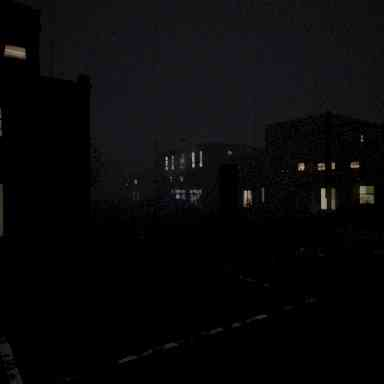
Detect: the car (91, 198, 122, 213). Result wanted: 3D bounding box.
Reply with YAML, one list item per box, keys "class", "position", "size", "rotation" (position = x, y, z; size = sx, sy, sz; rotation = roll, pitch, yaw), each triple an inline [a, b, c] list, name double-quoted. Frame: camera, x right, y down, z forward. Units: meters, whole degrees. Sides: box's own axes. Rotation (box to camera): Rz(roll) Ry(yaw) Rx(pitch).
- class: "car"
  position: [-12.728, 2.001, 48.516]
  size: [2.192, 1.841, 5.009]
  rotation: [-2, 0, -36]

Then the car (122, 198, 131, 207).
- class: "car"
  position: [-12.638, 2.084, 62.546]
  size: [2.192, 1.841, 5.009]
  rotation: [-2, 0, -36]

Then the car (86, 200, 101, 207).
- class: "car"
  position: [-22.644, 2.594, 76.257]
  size: [1.802, 1.307, 4.206]
  rotation: [-2, 0, -36]

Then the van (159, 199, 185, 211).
- class: "van"
  position: [-2.624, 1.868, 48.834]
  size: [1.690, 1.788, 3.998]
  rotation: [-2, 0, -36]

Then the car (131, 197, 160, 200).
- class: "car"
  position: [-6.484, 1.815, 49.748]
  size: [2.150, 2.045, 5.566]
  rotation: [-1, 0, -36]

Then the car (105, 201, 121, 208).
- class: "car"
  position: [-15.968, 2.432, 67.116]
  size: [1.802, 1.307, 4.206]
  rotation: [-2, 0, -36]

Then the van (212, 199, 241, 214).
- class: "van"
  position: [4.051, 1.707, 39.694]
  size: [1.690, 1.788, 3.998]
  rotation: [-2, 0, -36]

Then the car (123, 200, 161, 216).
- class: "car"
  position: [-5.947, 2.047, 39.239]
  size: [1.752, 1.417, 4.829]
  rotation: [-2, 0, -36]
